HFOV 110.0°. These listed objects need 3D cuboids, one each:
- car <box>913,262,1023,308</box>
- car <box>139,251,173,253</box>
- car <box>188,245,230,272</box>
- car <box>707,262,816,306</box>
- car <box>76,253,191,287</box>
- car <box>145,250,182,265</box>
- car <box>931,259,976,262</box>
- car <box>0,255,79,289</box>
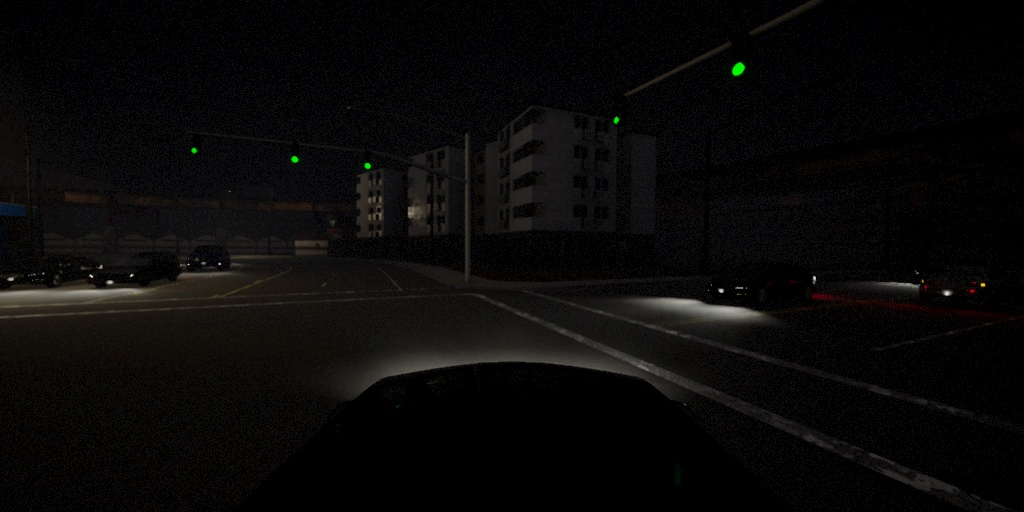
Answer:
[{"bbox_3d":[17.948,1.111,13.995,4.674,1.442,1.812,0,2,-24],"label":"car"},{"bbox_3d":[-27.652,0.426,27.409,1.837,1.490,4.892,-1,2,-33],"label":"car"},{"bbox_3d":[-24.680,0.110,29.333,2.150,2.045,5.566,-1,2,-32],"label":"car"},{"bbox_3d":[10.031,1.025,14.365,4.892,1.490,1.837,-1,2,-24],"label":"car"},{"bbox_3d":[-19.570,0.749,18.950,2.033,1.411,5.357,0,2,-23],"label":"car"},{"bbox_3d":[-36.693,0.132,37.700,5.357,1.411,2.033,2,2,38],"label":"car"},{"bbox_3d":[26.554,0.940,21.702,4.892,1.490,1.837,0,1,-22],"label":"car"},{"bbox_3d":[-22.997,0.710,17.976,1.837,1.490,4.892,0,2,-24],"label":"car"}]
